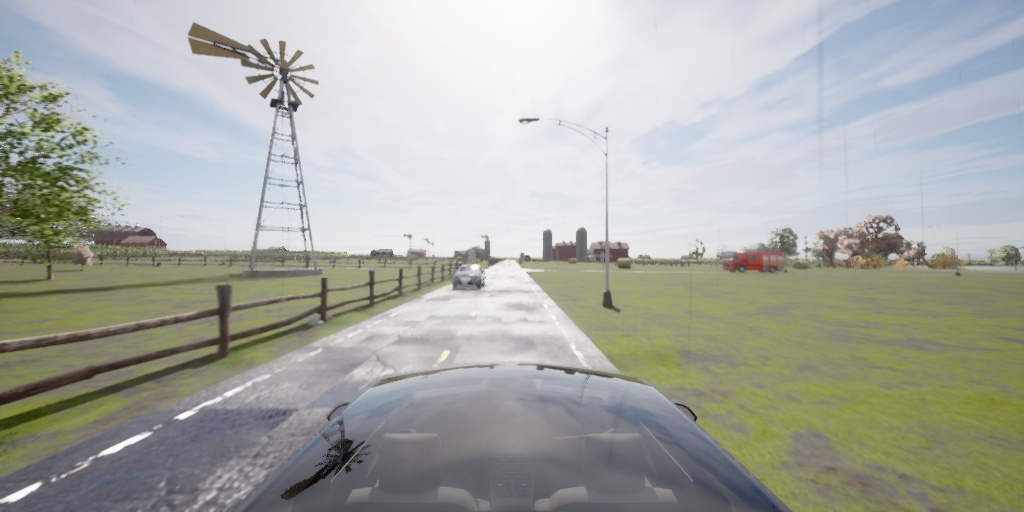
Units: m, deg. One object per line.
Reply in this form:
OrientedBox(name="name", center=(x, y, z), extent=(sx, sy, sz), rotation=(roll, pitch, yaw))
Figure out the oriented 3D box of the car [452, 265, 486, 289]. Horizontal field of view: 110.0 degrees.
OrientedBox(name="car", center=(-2.837, 1.342, 24.300), extent=(2.128, 1.511, 4.902), rotation=(0, 0, 0))
